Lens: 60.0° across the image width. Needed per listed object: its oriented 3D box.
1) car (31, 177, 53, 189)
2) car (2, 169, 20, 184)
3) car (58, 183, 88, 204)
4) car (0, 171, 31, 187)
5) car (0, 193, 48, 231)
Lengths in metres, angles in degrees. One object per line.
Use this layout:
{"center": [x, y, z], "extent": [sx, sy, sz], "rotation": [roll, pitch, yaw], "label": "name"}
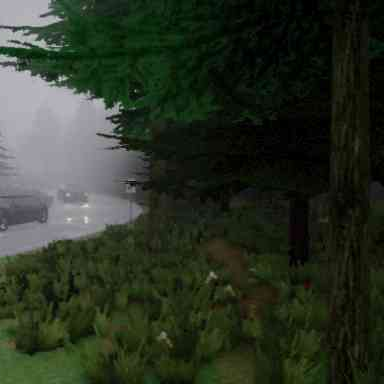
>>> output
{"center": [-20.887, -1.265, 45.273], "extent": [4.892, 1.490, 1.837], "rotation": [7, 4, 36], "label": "car"}
{"center": [-28.447, -2.508, 52.073], "extent": [2.150, 2.045, 5.566], "rotation": [0, 5, -32], "label": "car"}
{"center": [-11.442, 0.050, 31.916], "extent": [2.097, 1.767, 4.553], "rotation": [-1, 6, -31], "label": "car"}
{"center": [-23.644, -1.819, 42.934], "extent": [5.566, 2.045, 2.150], "rotation": [6, 4, 35], "label": "car"}
{"center": [-10.006, 1.005, 18.123], "extent": [2.097, 1.767, 4.553], "rotation": [0, 2, 13], "label": "car"}
